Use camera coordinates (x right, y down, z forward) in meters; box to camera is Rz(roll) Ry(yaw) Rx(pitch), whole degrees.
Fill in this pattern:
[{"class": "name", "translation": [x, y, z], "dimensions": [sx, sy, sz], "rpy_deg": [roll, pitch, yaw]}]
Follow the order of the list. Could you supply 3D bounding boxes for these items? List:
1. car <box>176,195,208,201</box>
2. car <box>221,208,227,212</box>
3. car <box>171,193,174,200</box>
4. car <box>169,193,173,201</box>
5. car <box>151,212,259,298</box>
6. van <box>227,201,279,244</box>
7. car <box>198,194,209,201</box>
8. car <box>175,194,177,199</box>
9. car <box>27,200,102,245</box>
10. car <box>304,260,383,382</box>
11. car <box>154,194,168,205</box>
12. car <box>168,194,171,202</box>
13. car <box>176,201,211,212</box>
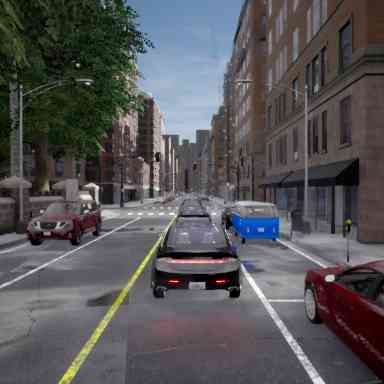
[{"class": "car", "translation": [-0.010, 1.338, 27.592], "dimensions": [2.097, 1.767, 4.553], "rpy_deg": [0, 0, 0]}, {"class": "car", "translation": [2.848, 1.558, 21.236], "dimensions": [1.947, 1.339, 4.313], "rpy_deg": [0, 0, 0]}, {"class": "car", "translation": [-5.694, 1.492, 75.574], "dimensions": [1.887, 1.381, 4.507], "rpy_deg": [0, 0, 0]}, {"class": "car", "translation": [-5.693, 1.494, 70.123], "dimensions": [1.887, 1.381, 4.507], "rpy_deg": [0, 0, 0]}, {"class": "car", "translation": [0.097, 1.490, 8.476], "dimensions": [2.128, 1.511, 4.902], "rpy_deg": [0, 0, 0]}, {"class": "van", "translation": [2.849, 1.336, 15.575], "dimensions": [1.690, 1.788, 3.998], "rpy_deg": [0, 0, 0]}, {"class": "car", "translation": [2.830, 1.387, 75.612], "dimensions": [1.967, 1.590, 4.097], "rpy_deg": [0, 0, 0]}, {"class": "car", "translation": [-5.698, 1.497, 86.475], "dimensions": [2.008, 1.369, 4.403], "rpy_deg": [0, 0, 0]}, {"class": "car", "translation": [-5.675, 1.310, 15.533], "dimensions": [2.192, 1.841, 5.009], "rpy_deg": [0, 0, 0]}, {"class": "car", "translation": [2.853, 1.544, 4.254], "dimensions": [1.887, 1.381, 4.507], "rpy_deg": [0, 0, 0]}, {"class": "car", "translation": [-5.689, 1.480, 59.051], "dimensions": [1.752, 1.417, 4.829], "rpy_deg": [0, 0, 0]}, {"class": "car", "translation": [-5.691, 1.502, 64.672], "dimensions": [2.008, 1.369, 4.403], "rpy_deg": [0, 0, 0]}, {"class": "car", "translation": [0.092, 1.485, 18.415], "dimensions": [2.128, 1.511, 4.902], "rpy_deg": [0, 0, 0]}]
